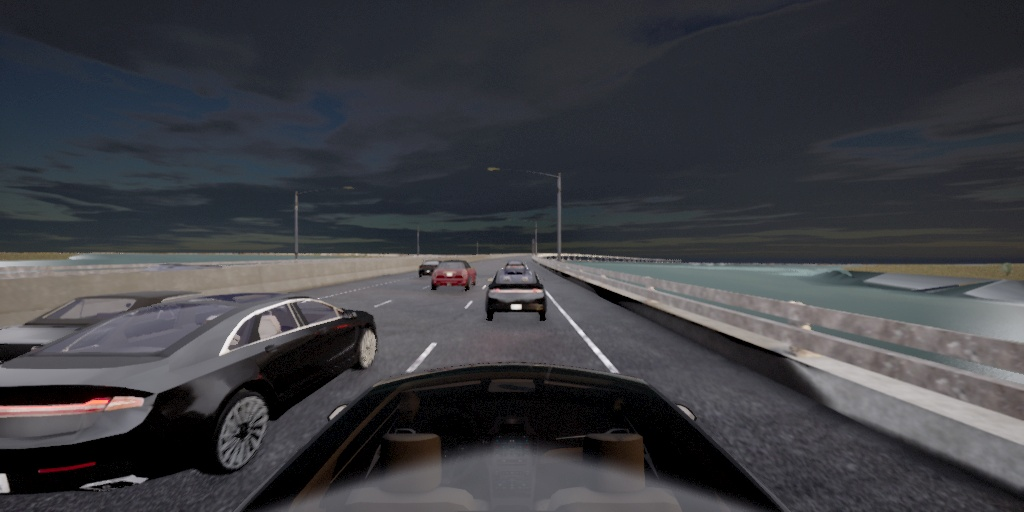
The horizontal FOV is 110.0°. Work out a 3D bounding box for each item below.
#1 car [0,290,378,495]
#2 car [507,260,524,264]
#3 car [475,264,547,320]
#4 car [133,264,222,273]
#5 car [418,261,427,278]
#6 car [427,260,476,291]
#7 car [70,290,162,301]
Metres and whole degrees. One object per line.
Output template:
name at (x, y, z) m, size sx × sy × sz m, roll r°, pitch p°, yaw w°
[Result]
car at (-3.392, 1.227, 4.730) m, size 2.128 × 1.511 × 4.902 m, roll 0°, pitch 0°, yaw 0°
car at (0.282, 1.074, 32.004) m, size 2.128 × 1.511 × 4.902 m, roll 0°, pitch 0°, yaw 1°
car at (0.129, 1.185, 12.354) m, size 2.128 × 1.511 × 4.902 m, roll 0°, pitch 0°, yaw 0°
car at (-17.533, 1.200, 19.755) m, size 2.033 × 1.411 × 5.357 m, roll 0°, pitch 0°, yaw 0°
car at (-6.726, 1.064, 31.339) m, size 1.882 × 1.535 × 5.008 m, roll 0°, pitch 0°, yaw 1°
car at (-3.318, 0.996, 21.265) m, size 2.097 × 1.767 × 4.553 m, roll 0°, pitch 0°, yaw 0°
car at (-6.890, 1.322, 7.074) m, size 1.895 × 1.301 × 4.718 m, roll 0°, pitch 0°, yaw 0°
